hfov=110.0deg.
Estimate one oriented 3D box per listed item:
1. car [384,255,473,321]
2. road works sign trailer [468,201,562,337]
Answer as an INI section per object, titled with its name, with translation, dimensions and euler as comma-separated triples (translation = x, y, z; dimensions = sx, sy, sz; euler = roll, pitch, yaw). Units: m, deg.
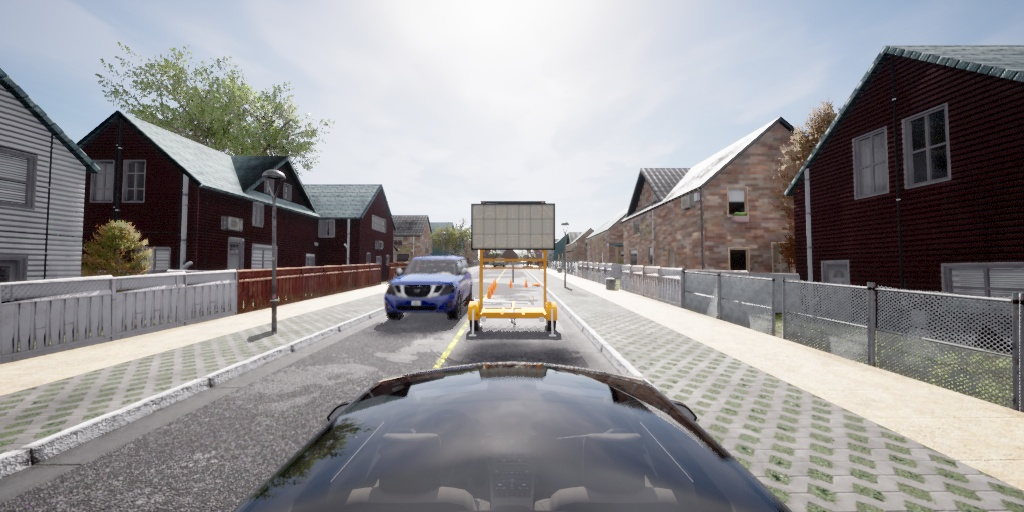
[car]
translation = -2.702, 0.989, 12.918
dimensions = 2.150, 2.045, 5.566
euler = 0, 0, 0
[road works sign trailer]
translation = 0.034, 0.226, 10.362
dimensions = 2.380, 3.560, 2.880
euler = 0, 0, 1
